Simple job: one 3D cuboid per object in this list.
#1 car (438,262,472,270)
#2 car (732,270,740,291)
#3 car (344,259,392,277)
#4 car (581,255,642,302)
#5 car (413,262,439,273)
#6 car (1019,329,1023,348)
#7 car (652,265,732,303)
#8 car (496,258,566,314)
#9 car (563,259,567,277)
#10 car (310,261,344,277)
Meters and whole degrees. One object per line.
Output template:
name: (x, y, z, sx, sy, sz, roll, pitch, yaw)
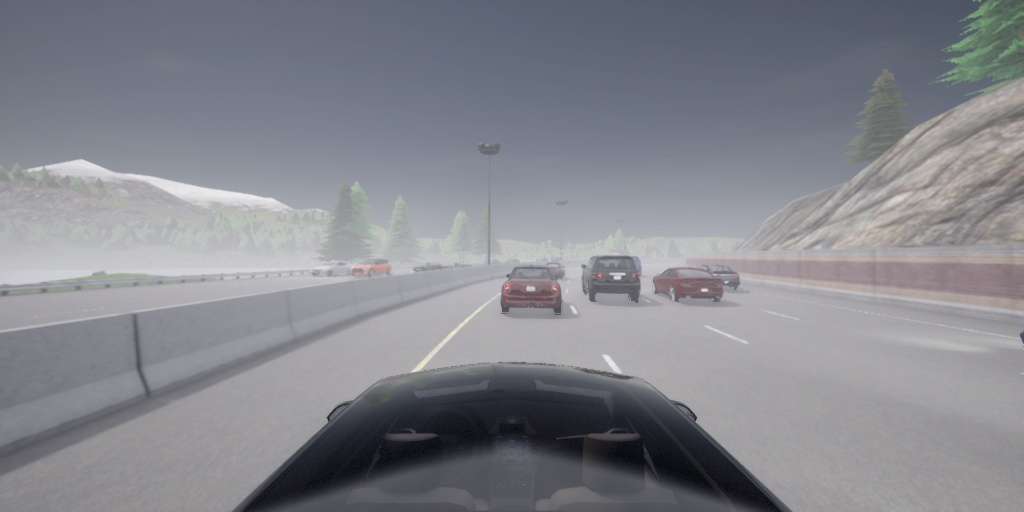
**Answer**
car: (-5.771, 1.341, 38.559, 1.895, 1.301, 4.718, 0, 0, 15)
car: (12.510, 1.283, 22.641, 2.128, 1.511, 4.902, 0, 0, 9)
car: (-13.744, 1.068, 35.113, 2.097, 1.767, 4.553, 0, 0, 13)
car: (4.656, 0.988, 17.444, 2.150, 2.045, 5.566, 0, 0, 7)
car: (-9.077, 1.331, 39.710, 1.895, 1.301, 4.718, 0, 0, 15)
car: (10.735, 1.308, 4.926, 1.812, 1.442, 4.674, 0, 0, 2)
car: (8.171, 1.255, 17.159, 1.882, 1.535, 5.008, 0, 0, 7)
car: (0.808, 1.107, 13.976, 2.097, 1.767, 4.553, 0, 0, 5)
car: (3.773, 1.293, 32.488, 1.812, 1.442, 4.674, 0, 0, 13)
car: (-17.367, 1.230, 34.958, 1.812, 1.442, 4.674, 0, 0, 13)
